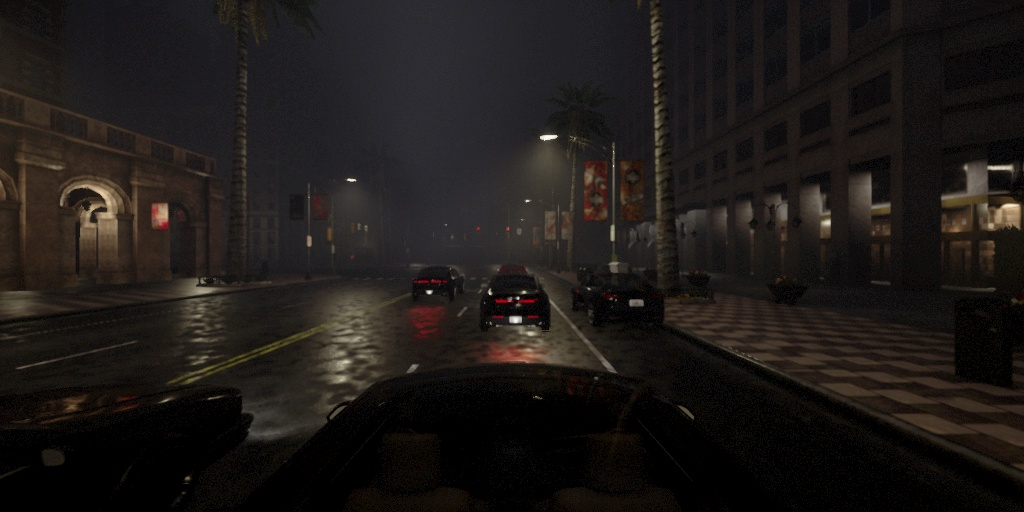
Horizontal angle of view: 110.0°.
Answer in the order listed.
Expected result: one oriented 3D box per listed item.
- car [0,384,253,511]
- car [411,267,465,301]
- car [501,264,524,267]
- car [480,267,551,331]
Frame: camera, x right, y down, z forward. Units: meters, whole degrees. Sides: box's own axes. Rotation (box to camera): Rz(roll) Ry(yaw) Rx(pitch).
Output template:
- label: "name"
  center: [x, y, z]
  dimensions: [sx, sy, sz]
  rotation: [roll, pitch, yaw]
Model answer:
- label: "car"
  center: [-3.399, 1.298, 0.926]
  dimensions: [2.033, 1.411, 5.357]
  rotation: [0, 0, 0]
- label: "car"
  center: [-3.439, 1.243, 17.304]
  dimensions: [1.837, 1.490, 4.892]
  rotation: [0, 0, 0]
- label: "car"
  center: [0.041, 1.213, 22.551]
  dimensions: [1.882, 1.535, 5.008]
  rotation: [0, 0, 0]
- label: "car"
  center: [0.079, 1.250, 10.944]
  dimensions: [1.837, 1.490, 4.892]
  rotation: [0, 0, 0]
